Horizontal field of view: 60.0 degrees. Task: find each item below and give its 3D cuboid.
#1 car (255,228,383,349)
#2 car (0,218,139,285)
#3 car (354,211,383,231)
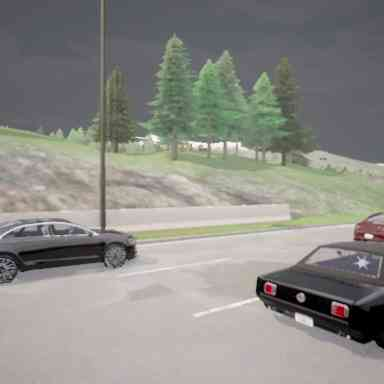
[{"bbox_3d":[3.476,1.605,6.213,4.718,1.301,1.895,0,0,-35],"label":"car"},{"bbox_3d":[-3.944,1.494,9.529,4.902,1.511,2.128,0,0,-35],"label":"car"},{"bbox_3d":[8.705,1.535,14.078,4.674,1.442,1.812,0,0,-34],"label":"car"}]
